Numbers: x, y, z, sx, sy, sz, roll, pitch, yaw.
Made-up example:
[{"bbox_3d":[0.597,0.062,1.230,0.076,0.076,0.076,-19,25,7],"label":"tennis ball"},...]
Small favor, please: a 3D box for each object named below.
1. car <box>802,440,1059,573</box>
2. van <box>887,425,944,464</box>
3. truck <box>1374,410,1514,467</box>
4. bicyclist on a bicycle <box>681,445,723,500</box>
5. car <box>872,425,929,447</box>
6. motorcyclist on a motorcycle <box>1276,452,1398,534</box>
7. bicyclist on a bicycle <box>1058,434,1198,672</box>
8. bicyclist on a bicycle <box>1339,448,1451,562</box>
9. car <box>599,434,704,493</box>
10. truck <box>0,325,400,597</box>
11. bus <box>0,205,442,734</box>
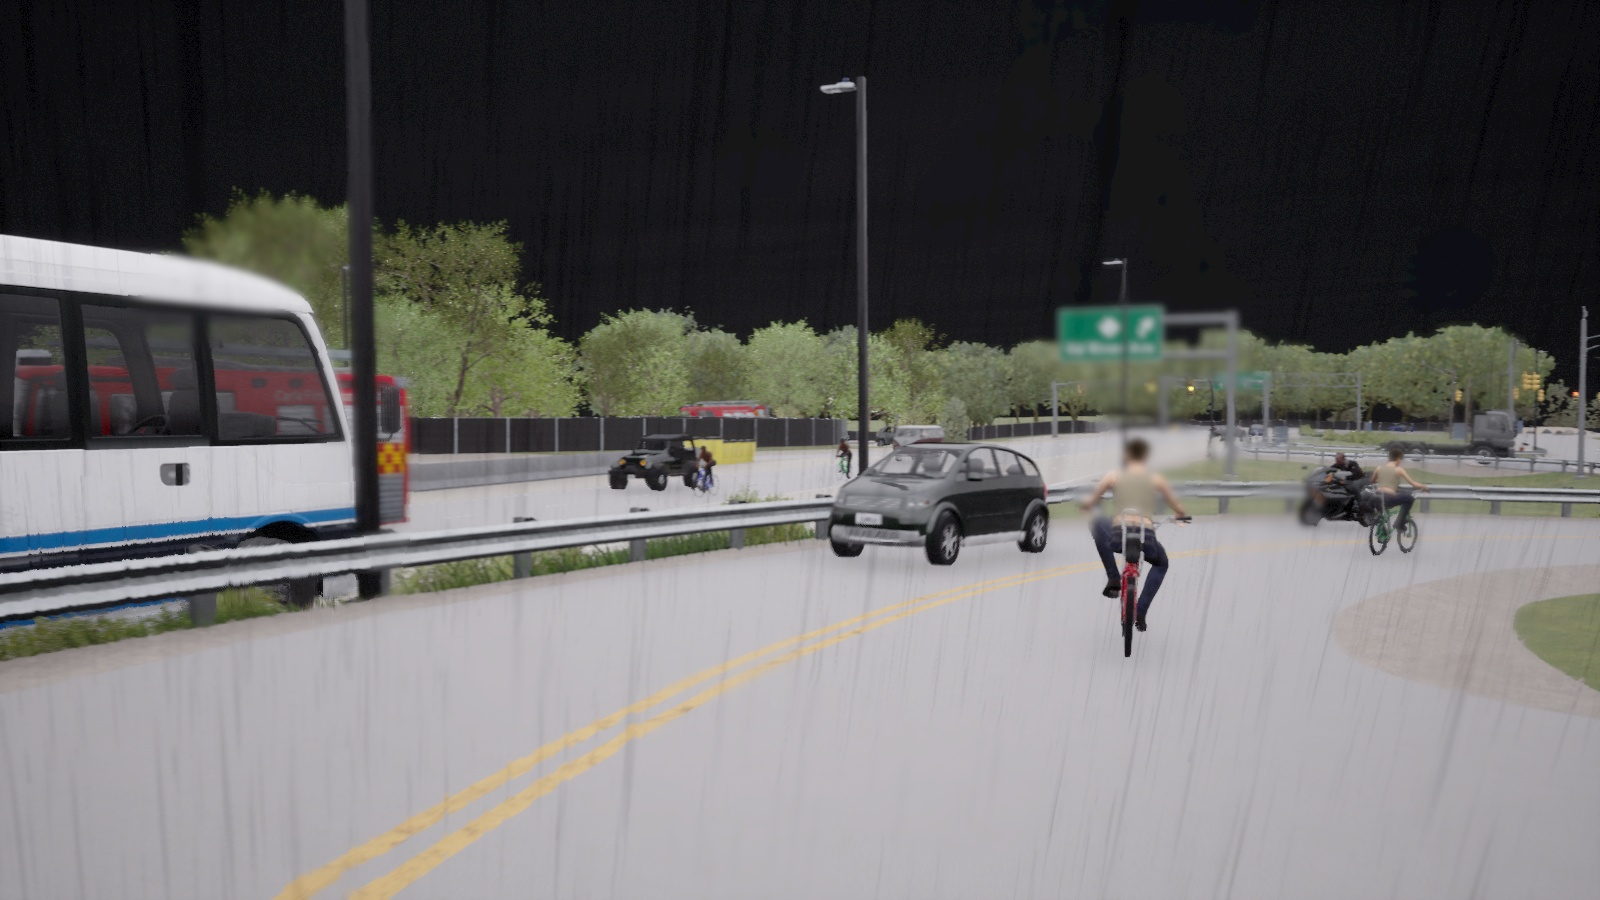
[{"bbox_3d":[1.858,0.681,16.965,1.789,1.549,3.705,2,1,36],"label":"car"},{"bbox_3d":[6.364,-0.342,68.857,1.775,1.987,4.442,1,2,24],"label":"van"},{"bbox_3d":[42.017,-0.808,82.247,7.936,3.462,2.891,2,2,25],"label":"truck"},{"bbox_3d":[-3.078,0.685,39.416,0.582,1.620,1.656,1,2,24],"label":"bicyclist on a bicycle"},{"bbox_3d":[7.803,-1.067,97.657,3.988,1.617,1.851,1,2,24],"label":"car"},{"bbox_3d":[10.559,0.844,24.700,2.191,1.530,0.866,1,2,-23],"label":"motorcyclist on a motorcycle"},{"bbox_3d":[2.483,0.711,9.524,0.866,1.612,1.509,3,1,15],"label":"bicyclist on a bicycle"},{"bbox_3d":[9.084,0.821,19.160,1.509,1.612,0.866,1,3,-38],"label":"bicyclist on a bicycle"},{"bbox_3d":[-5.075,0.406,43.494,1.905,1.878,3.866,1,2,24],"label":"car"},{"bbox_3d":[-11.030,0.046,21.743,2.891,3.827,8.468,1,2,24],"label":"truck"},{"bbox_3d":[-8.174,0.133,11.047,3.944,4.253,10.273,1,2,24],"label":"bus"}]
